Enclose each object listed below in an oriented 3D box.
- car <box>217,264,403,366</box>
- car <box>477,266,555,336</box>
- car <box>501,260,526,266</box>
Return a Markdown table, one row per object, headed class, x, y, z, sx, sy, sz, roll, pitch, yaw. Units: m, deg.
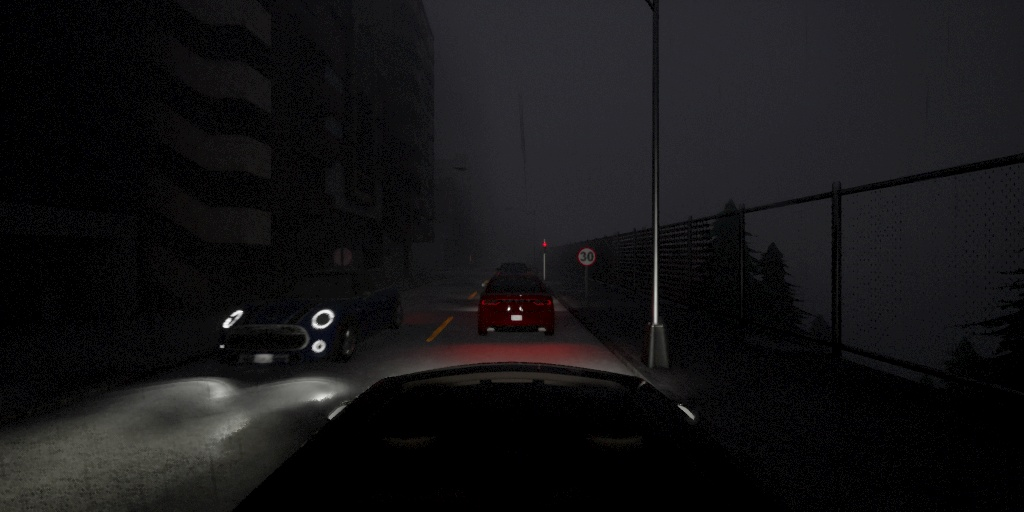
| class | x | y | z | sx | sy | sz | roll | pitch | yaw |
| --- | --- | --- | --- | --- | --- | --- | --- | --- | --- |
| car | -4.101 | 1.102 | 8.160 | 2.097 | 1.767 | 4.553 | 0 | 0 | 0 |
| car | 0.094 | 1.227 | 10.482 | 1.882 | 1.535 | 5.008 | 0 | 0 | 0 |
| car | 0.090 | 1.102 | 20.851 | 2.097 | 1.767 | 4.553 | 0 | 0 | 0 |
